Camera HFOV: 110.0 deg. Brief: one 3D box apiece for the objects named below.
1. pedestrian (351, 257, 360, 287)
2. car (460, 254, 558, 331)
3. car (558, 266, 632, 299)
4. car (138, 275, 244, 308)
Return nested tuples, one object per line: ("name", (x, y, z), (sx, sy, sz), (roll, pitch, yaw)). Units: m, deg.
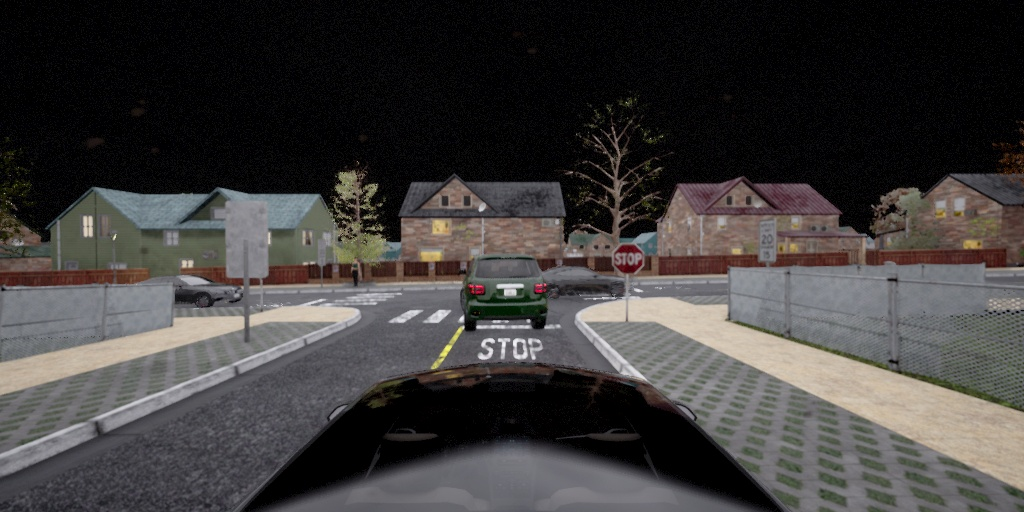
("pedestrian", (-9.664, 0.977, 22.118), (0.375, 1.860, 0.375), (0, 2, 0))
("car", (-0.426, 0.961, 11.144), (2.150, 2.045, 5.566), (0, 0, -8))
("car", (3.010, 1.162, 16.295), (4.674, 1.442, 1.812), (-1, 1, 0))
("car", (-14.820, 1.580, 16.257), (4.674, 1.442, 1.812), (-1, 1, 0))
